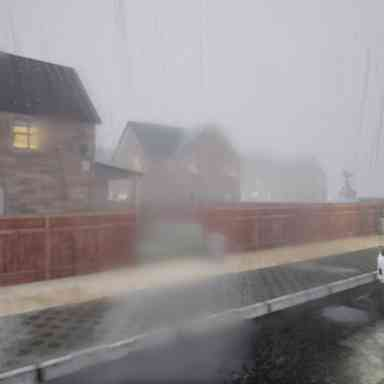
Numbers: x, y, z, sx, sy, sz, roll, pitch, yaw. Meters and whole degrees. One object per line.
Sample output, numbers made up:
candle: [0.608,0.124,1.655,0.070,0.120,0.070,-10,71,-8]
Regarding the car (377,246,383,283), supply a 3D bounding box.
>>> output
car: [6.607,1.258,7.774,5.566,2.045,2.150,0,0,-35]
